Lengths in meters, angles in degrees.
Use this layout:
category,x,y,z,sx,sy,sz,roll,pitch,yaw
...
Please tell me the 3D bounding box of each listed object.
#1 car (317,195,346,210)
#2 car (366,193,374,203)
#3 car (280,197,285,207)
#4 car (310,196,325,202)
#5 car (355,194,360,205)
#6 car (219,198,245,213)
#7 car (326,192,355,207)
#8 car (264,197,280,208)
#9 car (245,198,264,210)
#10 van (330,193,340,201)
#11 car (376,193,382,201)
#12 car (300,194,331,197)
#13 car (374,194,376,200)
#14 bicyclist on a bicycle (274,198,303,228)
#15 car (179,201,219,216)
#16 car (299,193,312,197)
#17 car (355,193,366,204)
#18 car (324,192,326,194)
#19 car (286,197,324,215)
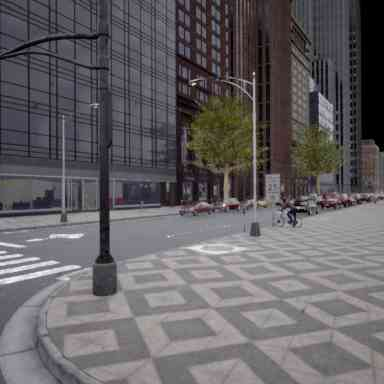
category,x,y,z,sx,sy,sz,roll,pitch,yaw
car,17.097,1.377,40.796,1.887,1.381,4.507,0,0,35
car,33.077,1.100,64.024,2.192,1.841,5.009,0,0,35
car,13.274,1.456,50.279,1.947,1.339,4.313,0,0,35
car,26.061,1.419,68.864,1.947,1.339,4.313,0,0,35
car,23.490,1.378,50.086,1.947,1.339,4.313,0,0,35
car,3.684,1.367,36.340,1.967,1.590,4.097,0,0,35
car,20.293,1.137,45.442,2.192,1.841,5.009,0,0,35
car,9.981,1.426,45.492,1.752,1.417,4.829,0,0,35
car,6.882,1.495,40.986,1.802,1.307,4.206,0,0,35
van,35.647,1.186,82.803,1.690,1.788,3.998,-1,0,35
car,42.665,1.359,77.959,1.802,1.307,4.206,-1,0,35
car,16.527,1.340,44.502,2.128,1.511,4.902,-1,0,35
car,36.370,1.303,68.809,1.752,1.417,4.829,-1,0,35
bicyclist on a bicycle,5.277,1.177,18.388,1.656,1.620,0.582,-1,0,35
car,0.489,1.524,31.694,1.802,1.307,4.206,0,0,35
car,19.667,1.416,59.571,1.887,1.381,4.507,0,0,35
car,26.684,1.118,54.733,2.192,1.841,5.009,0,0,35
car,22.214,1.052,52.768,2.150,2.045,5.566,-1,0,35
car,10.706,1.424,31.504,1.947,1.339,4.313,0,0,35
